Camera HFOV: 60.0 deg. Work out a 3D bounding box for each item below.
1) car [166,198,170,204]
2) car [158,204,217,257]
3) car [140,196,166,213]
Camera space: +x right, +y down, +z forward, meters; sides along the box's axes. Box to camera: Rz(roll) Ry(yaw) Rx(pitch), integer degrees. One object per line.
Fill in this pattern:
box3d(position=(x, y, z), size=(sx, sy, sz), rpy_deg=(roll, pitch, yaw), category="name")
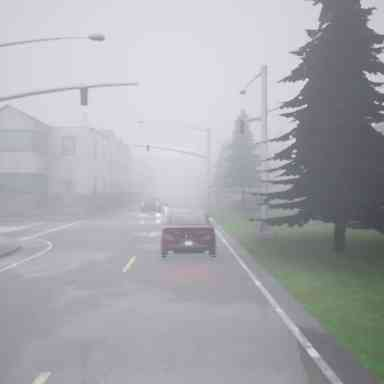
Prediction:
box3d(position=(-4.601, 1.417, 51.094), size=(1.812, 1.442, 4.674), rpy_deg=(0, 0, -1), category="car")
box3d(position=(-0.149, 1.448, 12.931), size=(1.882, 1.535, 5.008), rpy_deg=(0, 0, -1), category="car")
box3d(position=(-4.301, 1.279, 35.676), size=(2.097, 1.767, 4.553), rpy_deg=(0, 0, -1), category="car")
